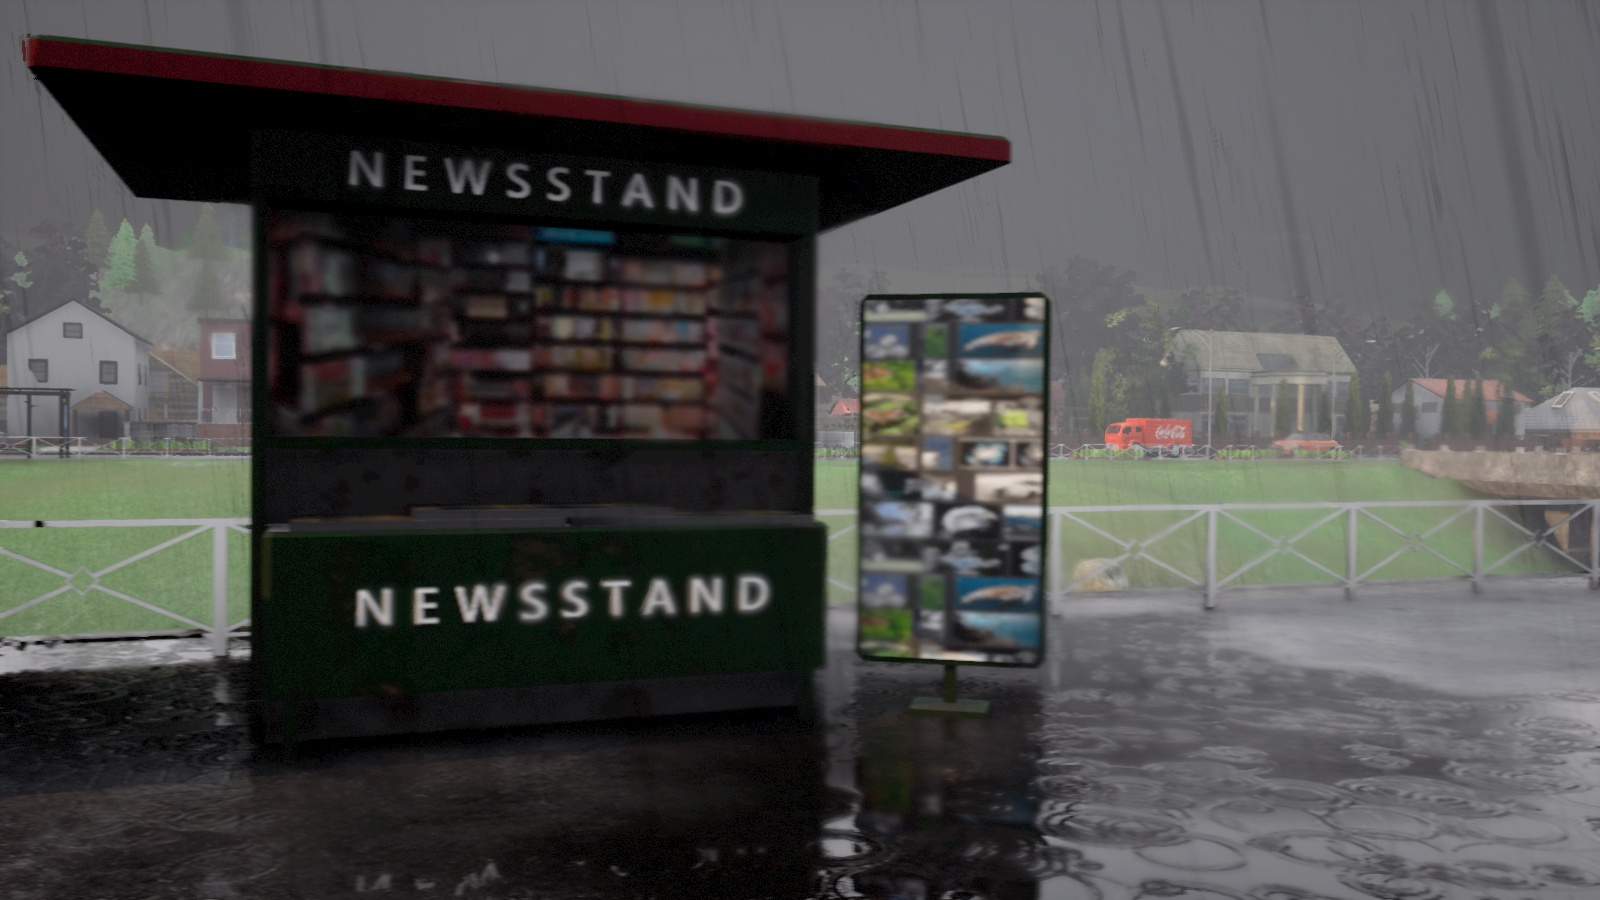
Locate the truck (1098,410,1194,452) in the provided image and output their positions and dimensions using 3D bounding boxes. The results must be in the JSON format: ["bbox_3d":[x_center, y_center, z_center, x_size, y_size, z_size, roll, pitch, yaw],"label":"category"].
[{"bbox_3d":[21.450,-1.188,77.898,5.204,2.467,2.627,-1,1,-21],"label":"truck"}]

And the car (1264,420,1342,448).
[{"bbox_3d":[32.939,-1.038,82.261,4.553,1.767,2.097,-1,1,-21],"label":"car"}]
